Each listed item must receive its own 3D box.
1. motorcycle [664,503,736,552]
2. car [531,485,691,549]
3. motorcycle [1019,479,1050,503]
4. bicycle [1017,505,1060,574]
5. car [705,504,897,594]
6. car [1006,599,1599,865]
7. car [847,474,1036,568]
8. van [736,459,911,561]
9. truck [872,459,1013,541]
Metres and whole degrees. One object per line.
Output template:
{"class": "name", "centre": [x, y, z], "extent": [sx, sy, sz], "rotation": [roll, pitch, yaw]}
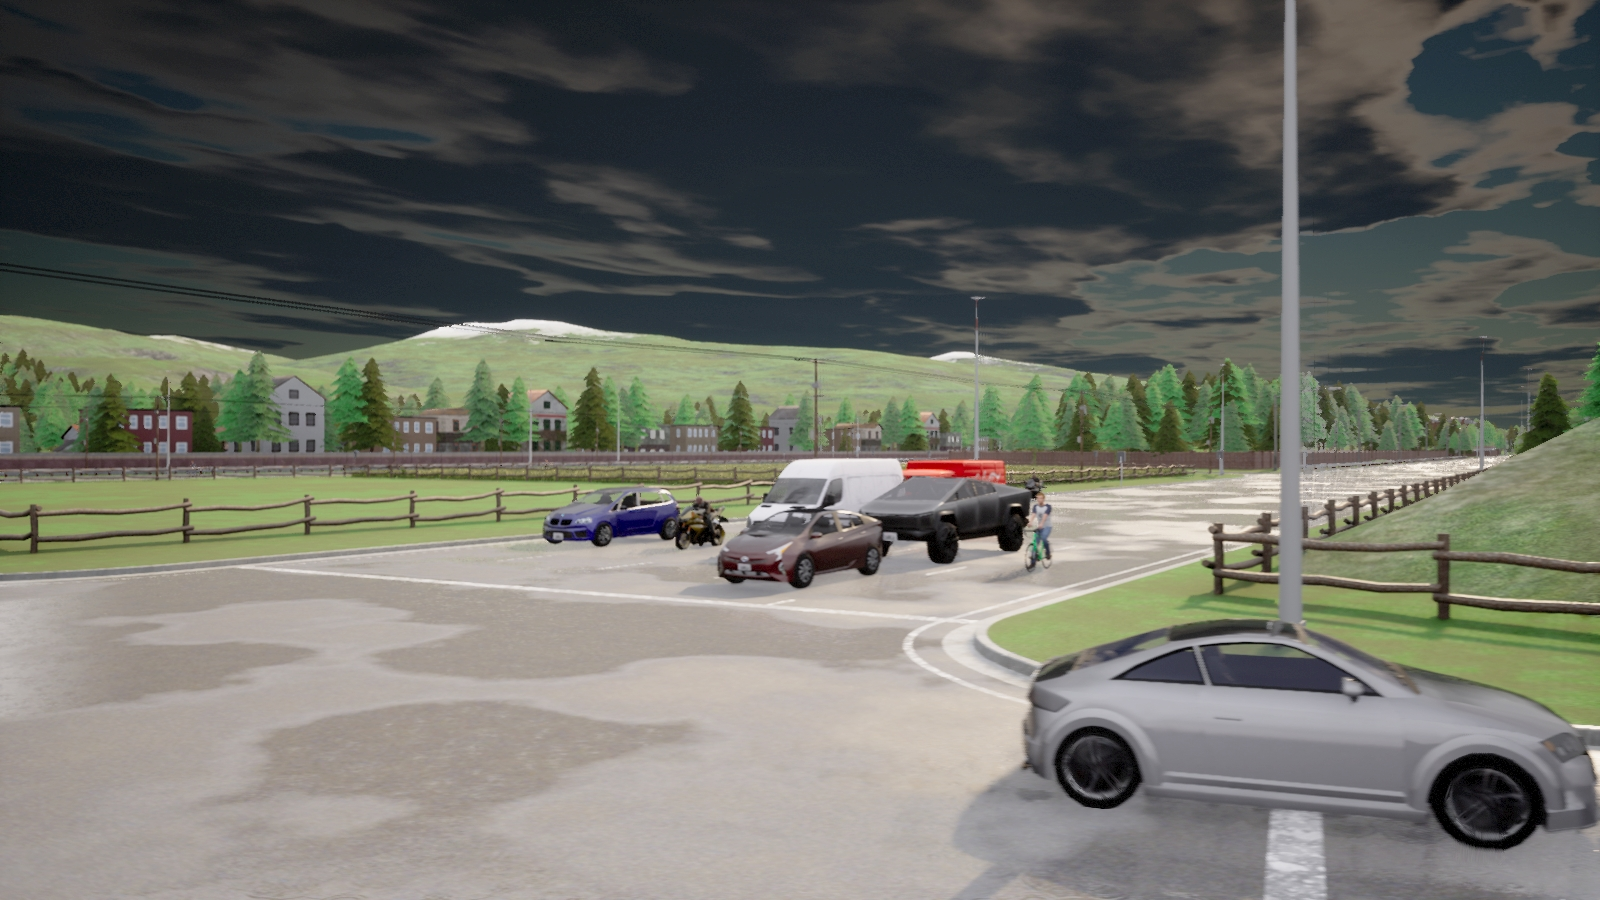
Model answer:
{"class": "motorcycle", "centre": [-2.858, 2.217, 32.882], "extent": [0.867, 1.251, 2.209], "rotation": [0, 0, 34]}
{"class": "car", "centre": [-5.697, 1.981, 34.929], "extent": [2.242, 1.667, 4.611], "rotation": [0, 0, 35]}
{"class": "motorcycle", "centre": [12.735, 2.215, 61.984], "extent": [0.867, 1.251, 2.209], "rotation": [0, 0, 34]}
{"class": "bicycle", "centre": [5.572, 2.061, 26.605], "extent": [0.373, 1.496, 1.643], "rotation": [0, 0, 34]}
{"class": "car", "centre": [0.125, 2.047, 24.799], "extent": [2.007, 1.525, 4.514], "rotation": [0, 0, 34]}
{"class": "car", "centre": [3.938, 2.120, 9.307], "extent": [4.181, 1.385, 1.994], "rotation": [0, 0, 19]}
{"class": "car", "centre": [3.927, 1.761, 30.410], "extent": [2.390, 2.098, 6.274], "rotation": [0, 0, 34]}
{"class": "van", "centre": [0.800, 1.543, 32.046], "extent": [1.988, 2.561, 5.915], "rotation": [0, 0, 34]}
{"class": "truck", "centre": [4.856, 1.574, 38.170], "extent": [2.627, 2.467, 5.204], "rotation": [0, 0, 33]}
